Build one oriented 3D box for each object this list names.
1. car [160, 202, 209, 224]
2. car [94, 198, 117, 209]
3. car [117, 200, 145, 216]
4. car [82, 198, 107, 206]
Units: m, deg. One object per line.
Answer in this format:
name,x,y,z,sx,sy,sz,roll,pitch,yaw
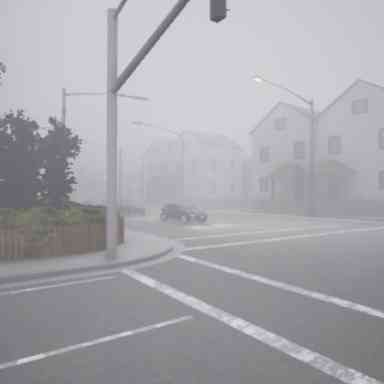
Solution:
car,-0.682,1.566,25.389,1.837,1.490,4.892,0,0,-35
car,-12.742,1.641,48.801,1.994,1.385,4.181,0,0,-35
car,-6.440,1.539,33.515,1.882,1.535,5.008,0,0,-35
car,-12.255,1.539,41.741,1.882,1.535,5.008,0,0,-35
